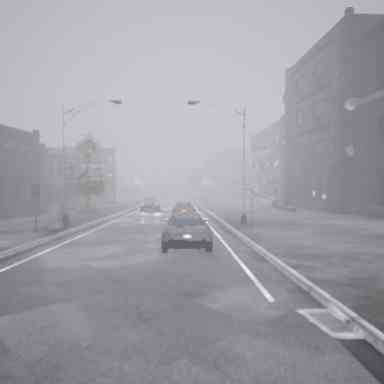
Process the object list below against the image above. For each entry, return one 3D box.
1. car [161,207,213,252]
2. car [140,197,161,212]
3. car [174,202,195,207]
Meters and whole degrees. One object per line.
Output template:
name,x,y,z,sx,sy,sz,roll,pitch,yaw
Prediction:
car,-0.225,1.553,13.901,1.994,1.385,4.181,0,0,-2
car,-4.632,1.328,37.673,2.097,1.767,4.553,0,0,-2
car,-0.703,1.541,29.882,1.994,1.385,4.181,0,0,-2
